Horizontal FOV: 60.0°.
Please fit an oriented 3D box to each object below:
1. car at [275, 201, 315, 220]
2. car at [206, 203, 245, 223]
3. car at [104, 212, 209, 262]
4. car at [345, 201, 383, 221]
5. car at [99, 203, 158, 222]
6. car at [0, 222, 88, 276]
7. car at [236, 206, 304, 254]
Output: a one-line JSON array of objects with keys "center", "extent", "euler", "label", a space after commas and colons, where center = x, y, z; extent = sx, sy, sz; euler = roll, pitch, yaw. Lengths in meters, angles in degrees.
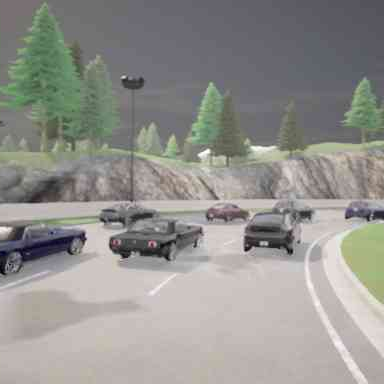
[{"center": [8.419, 1.487, 27.557], "extent": [2.097, 1.767, 4.553], "euler": [1, 0, 42], "label": "car"}, {"center": [2.816, 1.604, 26.426], "extent": [1.812, 1.442, 4.674], "euler": [0, 0, 37], "label": "car"}, {"center": [-1.032, 1.614, 12.302], "extent": [1.895, 1.301, 4.718], "euler": [0, 0, 18], "label": "car"}, {"center": [15.383, 1.558, 29.235], "extent": [4.553, 1.767, 2.097], "euler": [1, 0, -40], "label": "car"}, {"center": [-4.130, 1.494, 22.659], "extent": [2.128, 1.511, 4.902], "euler": [0, 0, 29], "label": "car"}, {"center": [-5.248, 1.569, 10.326], "extent": [1.895, 1.301, 4.718], "euler": [1, 0, 14], "label": "car"}, {"center": [3.466, 1.568, 13.981], "extent": [1.837, 1.490, 4.892], "euler": [0, 0, 23], "label": "car"}]
